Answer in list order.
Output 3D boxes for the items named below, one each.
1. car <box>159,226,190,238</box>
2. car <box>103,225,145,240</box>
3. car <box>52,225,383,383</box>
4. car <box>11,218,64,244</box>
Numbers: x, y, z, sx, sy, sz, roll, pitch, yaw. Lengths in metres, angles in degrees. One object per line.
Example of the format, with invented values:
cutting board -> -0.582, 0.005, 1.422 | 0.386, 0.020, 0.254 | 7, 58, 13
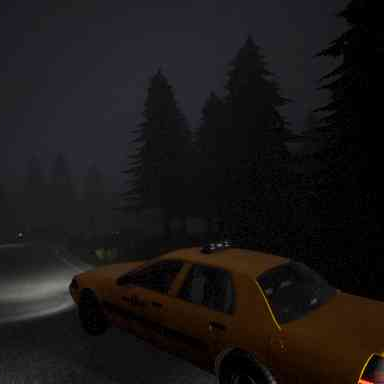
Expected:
car -> -2.322, 5.544, 46.264 | 1.882, 1.535, 5.008 | -5, -8, 30
car -> -7.440, 4.510, 36.956 | 2.033, 1.411, 5.357 | -4, -8, 20
car -> 0.138, 1.441, 4.738 | 5.366, 1.575, 1.801 | 0, 1, 43
car -> -12.750, 3.224, 28.111 | 2.150, 2.045, 5.566 | -4, -7, 7
